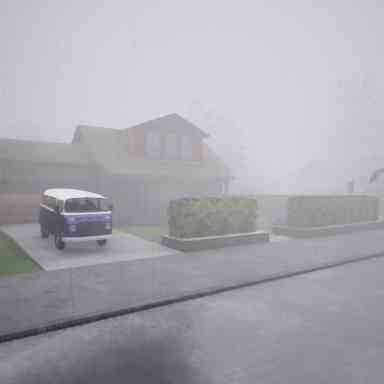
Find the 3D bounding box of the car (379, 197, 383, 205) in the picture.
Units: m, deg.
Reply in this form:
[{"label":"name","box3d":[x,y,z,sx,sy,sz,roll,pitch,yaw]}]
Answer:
[{"label":"car","box3d":[24.700,0.985,41.441,3.866,1.878,1.905,0,0,0]}]
